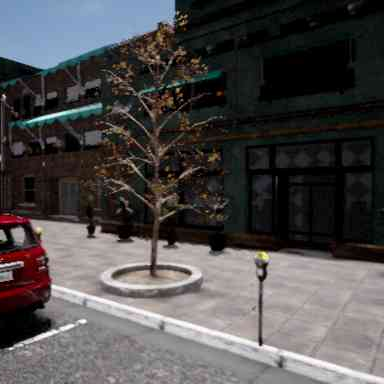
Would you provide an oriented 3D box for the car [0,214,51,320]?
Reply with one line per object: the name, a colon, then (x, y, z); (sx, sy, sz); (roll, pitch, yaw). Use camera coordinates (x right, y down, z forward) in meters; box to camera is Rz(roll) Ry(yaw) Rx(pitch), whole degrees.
car: (-4.675, 1.313, 6.200); (5.009, 1.841, 2.192); (0, 1, 35)
